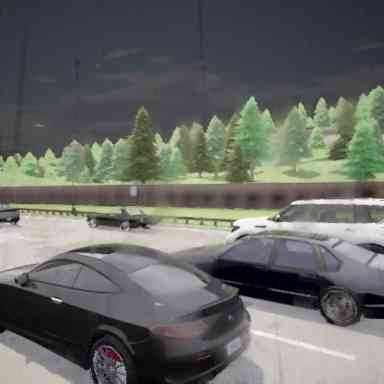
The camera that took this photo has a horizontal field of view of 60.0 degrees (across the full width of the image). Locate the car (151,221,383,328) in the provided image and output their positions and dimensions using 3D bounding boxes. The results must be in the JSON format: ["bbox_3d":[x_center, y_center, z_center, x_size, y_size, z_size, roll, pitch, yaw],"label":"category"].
[{"bbox_3d":[1.861,1.540,6.983,5.357,1.411,2.033,0,0,36],"label":"car"}]

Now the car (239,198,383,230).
[{"bbox_3d":[3.773,1.209,9.919,5.566,2.045,2.150,0,0,36],"label":"car"}]

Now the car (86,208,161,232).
[{"bbox_3d":[-4.246,1.600,19.999,4.718,1.301,1.895,0,0,36],"label":"car"}]

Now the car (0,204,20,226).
[{"bbox_3d":[-13.448,1.509,22.308,4.902,1.511,2.128,0,0,36],"label":"car"}]

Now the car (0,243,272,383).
[{"bbox_3d":[-1.400,1.526,5.018,4.674,1.442,1.812,0,0,36],"label":"car"}]
